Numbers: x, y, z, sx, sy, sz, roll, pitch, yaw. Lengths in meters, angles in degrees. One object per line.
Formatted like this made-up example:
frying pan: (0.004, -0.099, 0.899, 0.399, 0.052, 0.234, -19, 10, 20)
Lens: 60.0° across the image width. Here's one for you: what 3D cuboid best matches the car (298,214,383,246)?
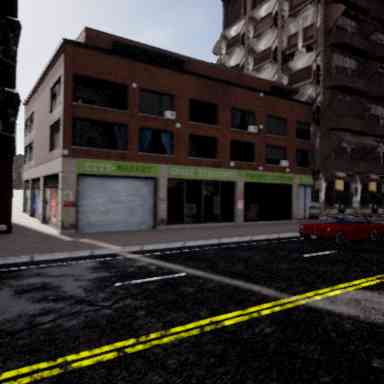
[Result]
car: (7.494, 1.805, 16.643, 4.718, 1.301, 1.895, 1, -1, -33)
